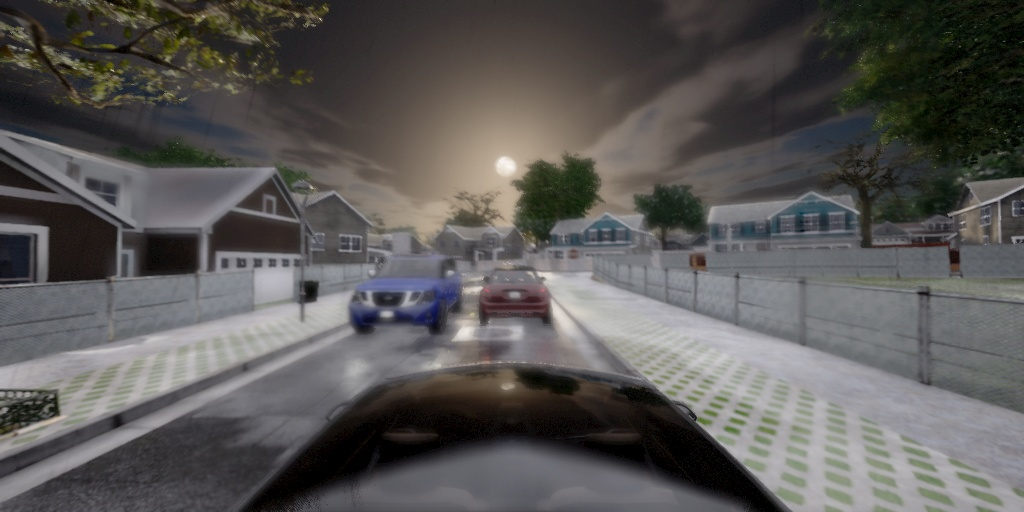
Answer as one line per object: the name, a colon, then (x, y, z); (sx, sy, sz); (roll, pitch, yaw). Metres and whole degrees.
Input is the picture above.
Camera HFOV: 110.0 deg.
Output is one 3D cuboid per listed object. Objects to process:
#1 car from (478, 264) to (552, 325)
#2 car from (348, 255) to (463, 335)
car: (0.102, 1.100, 11.954); (2.097, 1.767, 4.553); (0, 0, 0)
car: (-2.829, 0.971, 10.899); (2.150, 2.045, 5.566); (0, 0, 0)
